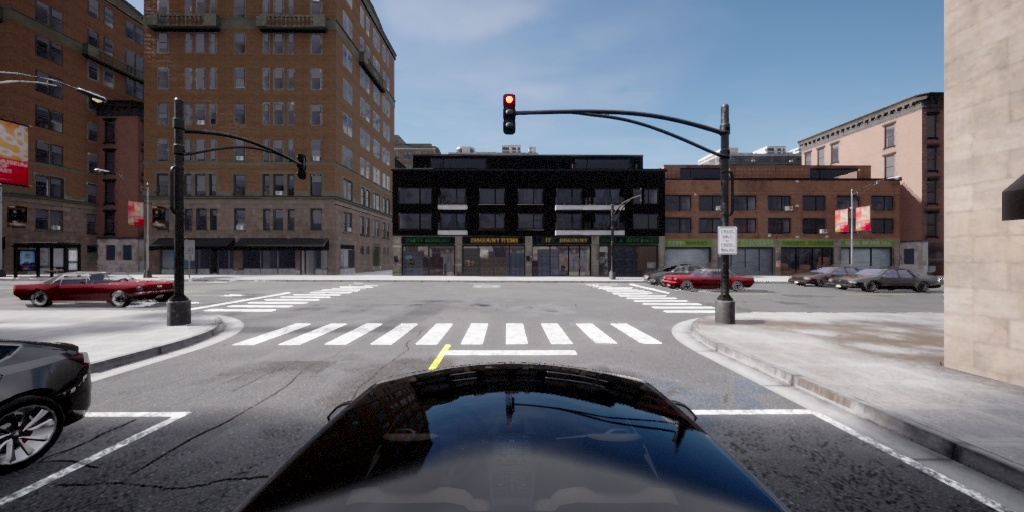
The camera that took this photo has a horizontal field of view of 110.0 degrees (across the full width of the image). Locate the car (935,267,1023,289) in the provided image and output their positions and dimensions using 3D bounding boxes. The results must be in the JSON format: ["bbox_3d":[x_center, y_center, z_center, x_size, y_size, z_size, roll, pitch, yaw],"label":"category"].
[{"bbox_3d":[32.573,1.491,24.826,4.181,1.385,1.994,0,0,-1],"label":"car"}]

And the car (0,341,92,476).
[{"bbox_3d":[-5.388,1.316,2.073,1.948,1.339,4.313,0,0,-1],"label":"car"}]

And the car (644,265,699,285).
[{"bbox_3d":[11.591,1.323,24.553,4.892,1.490,1.837,1,0,-1],"label":"car"}]

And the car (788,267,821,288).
[{"bbox_3d":[22.210,1.419,24.697,5.357,1.411,2.033,0,0,-1],"label":"car"}]

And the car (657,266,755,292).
[{"bbox_3d":[11.503,1.416,21.302,4.718,1.301,1.895,0,0,-1],"label":"car"}]

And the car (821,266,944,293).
[{"bbox_3d":[22.166,1.419,21.444,5.357,1.411,2.033,0,0,-1],"label":"car"}]

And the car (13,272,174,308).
[{"bbox_3d":[-16.206,1.280,14.226,4.718,1.301,1.895,0,0,-1],"label":"car"}]
